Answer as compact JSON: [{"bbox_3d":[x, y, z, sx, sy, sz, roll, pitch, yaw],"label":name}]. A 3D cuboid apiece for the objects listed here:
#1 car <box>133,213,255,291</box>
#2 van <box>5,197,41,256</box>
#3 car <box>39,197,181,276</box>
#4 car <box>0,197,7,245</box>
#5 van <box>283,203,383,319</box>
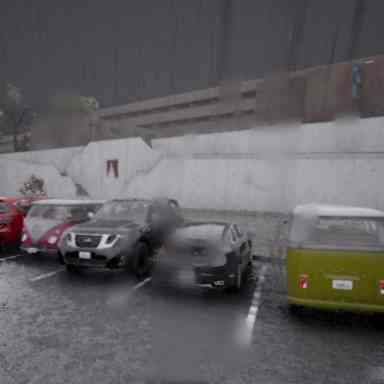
[{"bbox_3d":[0.549,1.486,9.083,2.231,1.521,4.892,0,-1,15],"label":"car"},{"bbox_3d":[-4.330,1.252,12.439,1.878,1.987,4.442,1,-1,15],"label":"van"},{"bbox_3d":[-1.877,1.231,10.793,2.435,2.045,5.566,1,-1,15],"label":"car"},{"bbox_3d":[-6.730,1.225,14.316,2.435,2.045,5.566,0,-1,15],"label":"car"},{"bbox_3d":[3.011,1.264,7.472,1.878,1.987,4.442,0,-1,15],"label":"van"}]
